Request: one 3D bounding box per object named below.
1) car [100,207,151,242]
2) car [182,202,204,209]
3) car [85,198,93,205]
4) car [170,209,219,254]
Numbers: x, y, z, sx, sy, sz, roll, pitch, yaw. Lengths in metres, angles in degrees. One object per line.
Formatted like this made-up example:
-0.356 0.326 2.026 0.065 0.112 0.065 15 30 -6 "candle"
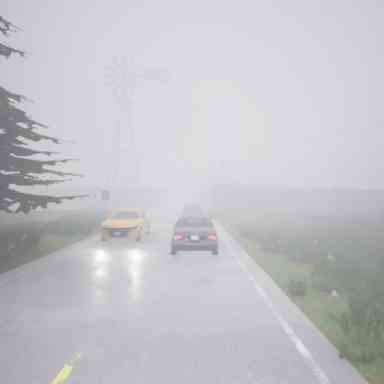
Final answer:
-3.304 1.588 17.252 1.882 1.535 5.008 0 0 0 "car"
0.086 1.685 30.413 2.128 1.511 4.902 0 0 0 "car"
-17.248 1.559 53.744 1.905 1.878 3.866 0 0 -31 "car"
0.092 1.636 13.885 2.033 1.411 5.357 0 0 0 "car"
